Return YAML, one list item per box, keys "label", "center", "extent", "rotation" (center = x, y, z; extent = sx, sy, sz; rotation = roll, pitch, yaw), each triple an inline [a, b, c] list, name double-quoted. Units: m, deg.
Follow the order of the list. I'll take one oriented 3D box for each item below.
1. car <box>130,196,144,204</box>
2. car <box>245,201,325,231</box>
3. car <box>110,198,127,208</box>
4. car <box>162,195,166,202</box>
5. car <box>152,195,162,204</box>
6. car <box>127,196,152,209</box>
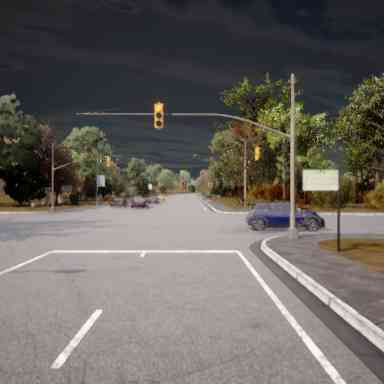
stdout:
- label: "car"
  center: [-10.595, 1.485, 64.088]
  extent: [1.837, 1.490, 4.892]
  rotation: [0, 0, 0]
- label: "car"
  center: [5.492, 1.346, 19.917]
  extent: [4.553, 1.767, 2.097]
  rotation: [0, 0, 3]
- label: "car"
  center: [-10.636, 1.549, 48.636]
  extent: [1.994, 1.385, 4.181]
  rotation: [0, 0, 0]
- label: "car"
  center: [-7.065, 1.382, 75.849]
  extent: [1.882, 1.535, 5.008]
  rotation: [0, 0, 0]
- label: "car"
  center: [-7.116, 1.487, 61.172]
  extent: [1.837, 1.490, 4.892]
  rotation: [0, 0, 0]
- label: "car"
  center: [-7.136, 1.464, 45.754]
  extent: [1.882, 1.535, 5.008]
  rotation: [0, 1, 0]
